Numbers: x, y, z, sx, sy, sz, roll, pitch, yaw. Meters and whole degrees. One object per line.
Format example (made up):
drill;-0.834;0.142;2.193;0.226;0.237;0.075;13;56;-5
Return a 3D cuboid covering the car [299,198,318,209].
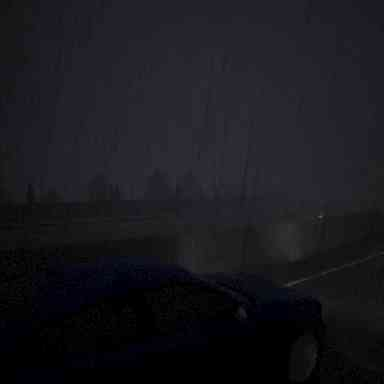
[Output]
car;15.125;1.417;42.948;1.994;1.385;4.181;0;0;28

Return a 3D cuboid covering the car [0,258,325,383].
car;-0.596;1.476;3.532;5.008;1.535;1.882;0;0;-36

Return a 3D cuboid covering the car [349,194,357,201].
car;35.798;1.139;73.495;1.812;1.442;4.674;0;0;22

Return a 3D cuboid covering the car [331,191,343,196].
car;32.538;0.854;74.771;2.150;2.045;5.566;0;0;22

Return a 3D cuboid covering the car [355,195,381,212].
car;19.539;1.335;36.554;2.128;1.511;4.902;0;0;30

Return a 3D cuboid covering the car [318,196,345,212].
car;15.787;1.461;37.029;1.895;1.301;4.718;0;0;31
